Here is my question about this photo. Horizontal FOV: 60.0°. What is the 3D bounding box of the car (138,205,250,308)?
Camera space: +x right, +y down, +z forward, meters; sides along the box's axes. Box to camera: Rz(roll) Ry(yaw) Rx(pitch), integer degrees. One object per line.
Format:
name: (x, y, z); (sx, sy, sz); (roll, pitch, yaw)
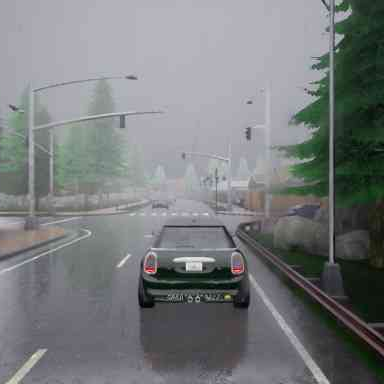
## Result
car: (0.056, 1.356, 8.079); (2.097, 1.767, 4.553); (0, 0, 1)

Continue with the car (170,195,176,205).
car: (-4.196, 1.598, 56.606); (1.895, 1.301, 4.718); (0, 0, 0)

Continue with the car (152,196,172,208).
car: (-4.090, 1.556, 43.781); (1.994, 1.385, 4.181); (0, 0, 0)

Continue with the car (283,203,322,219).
car: (8.848, 1.521, 23.599); (4.674, 1.442, 1.812); (0, 0, 0)

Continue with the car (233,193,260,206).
car: (8.387, 1.171, 51.323); (3.866, 1.878, 1.905); (0, 0, -1)

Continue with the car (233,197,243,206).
car: (8.804, 1.168, 48.814); (4.605, 1.855, 1.932); (0, 0, -1)
